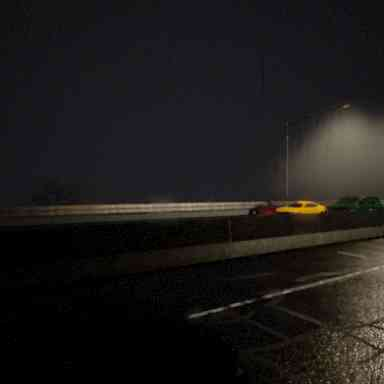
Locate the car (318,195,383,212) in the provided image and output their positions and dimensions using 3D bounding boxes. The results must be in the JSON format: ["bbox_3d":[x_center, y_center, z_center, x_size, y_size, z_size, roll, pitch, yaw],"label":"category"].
[{"bbox_3d":[12.464,1.290,25.534,5.566,2.045,2.150,0,0,-35],"label":"car"}]

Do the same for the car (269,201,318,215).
[{"bbox_3d":[9.002,1.540,27.389,5.008,1.535,1.882,0,0,-35],"label":"car"}]

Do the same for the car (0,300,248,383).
[{"bbox_3d":[-1.836,1.600,2.431,4.718,1.301,1.895,0,0,-35],"label":"car"}]

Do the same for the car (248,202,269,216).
[{"bbox_3d":[7.130,1.626,30.347,4.181,1.385,1.994,0,0,-35],"label":"car"}]
